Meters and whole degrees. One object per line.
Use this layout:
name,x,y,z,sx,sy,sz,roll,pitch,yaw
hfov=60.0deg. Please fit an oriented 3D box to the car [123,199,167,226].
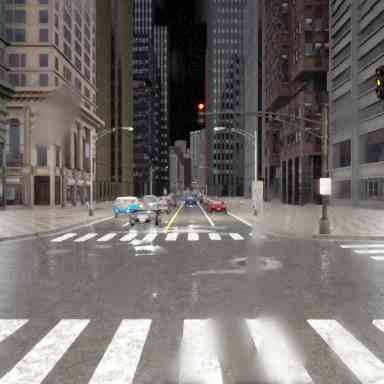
car,-3.151,1.495,23.322,2.128,1.511,4.902,0,0,-1

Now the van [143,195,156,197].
van,-5.934,1.357,46.477,1.690,1.788,3.998,0,0,0

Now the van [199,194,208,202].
van,2.508,1.378,74.119,1.690,1.788,3.998,0,0,0

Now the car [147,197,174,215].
car,-3.207,1.534,34.387,1.812,1.442,4.674,0,0,0

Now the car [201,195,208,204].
car,2.618,1.561,46.492,1.887,1.381,4.507,0,0,0

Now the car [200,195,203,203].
car,2.595,1.545,52.187,1.752,1.417,4.829,0,0,0

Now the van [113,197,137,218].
van,-5.874,1.347,29.903,1.690,1.788,3.998,0,0,0

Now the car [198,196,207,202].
car,2.487,1.592,79.644,2.008,1.369,4.403,0,0,0

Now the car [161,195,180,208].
car,-3.243,1.579,48.253,1.994,1.385,4.181,0,0,0

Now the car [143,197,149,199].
car,-5.893,1.553,35.428,1.887,1.381,4.507,0,0,0

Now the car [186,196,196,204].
car,-0.226,1.594,65.145,1.994,1.385,4.181,0,0,0

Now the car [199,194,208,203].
car,2.553,1.573,63.068,1.887,1.381,4.507,0,0,0

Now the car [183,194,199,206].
car,-0.187,1.500,54.726,1.882,1.535,5.008,0,0,0

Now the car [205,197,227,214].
car,2.662,1.553,35.441,1.887,1.381,4.507,0,0,0

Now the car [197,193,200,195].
car,2.530,1.347,68.594,2.192,1.841,5.009,0,0,0

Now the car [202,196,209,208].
car,2.640,1.557,40.966,1.887,1.381,4.507,0,0,0

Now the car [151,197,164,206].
car,-5.972,1.606,57.527,1.802,1.307,4.206,0,0,0
